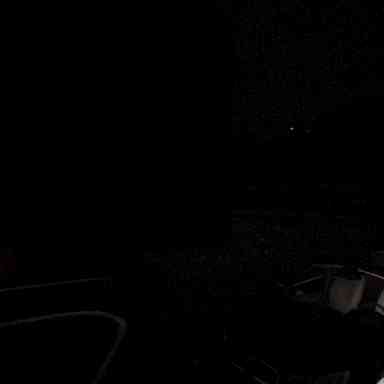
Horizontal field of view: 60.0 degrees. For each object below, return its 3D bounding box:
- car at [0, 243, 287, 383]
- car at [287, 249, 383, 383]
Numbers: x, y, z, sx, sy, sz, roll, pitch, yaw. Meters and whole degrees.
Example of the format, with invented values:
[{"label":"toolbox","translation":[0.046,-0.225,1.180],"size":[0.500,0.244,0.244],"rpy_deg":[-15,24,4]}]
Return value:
[{"label":"car","translation":[-2.204,1.320,1.221],"size":[5.009,1.841,2.192],"rpy_deg":[0,2,-35]},{"label":"car","translation":[2.319,1.535,4.412],"size":[4.403,1.369,2.008],"rpy_deg":[0,2,-35]}]
